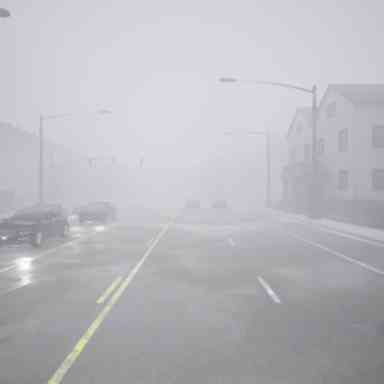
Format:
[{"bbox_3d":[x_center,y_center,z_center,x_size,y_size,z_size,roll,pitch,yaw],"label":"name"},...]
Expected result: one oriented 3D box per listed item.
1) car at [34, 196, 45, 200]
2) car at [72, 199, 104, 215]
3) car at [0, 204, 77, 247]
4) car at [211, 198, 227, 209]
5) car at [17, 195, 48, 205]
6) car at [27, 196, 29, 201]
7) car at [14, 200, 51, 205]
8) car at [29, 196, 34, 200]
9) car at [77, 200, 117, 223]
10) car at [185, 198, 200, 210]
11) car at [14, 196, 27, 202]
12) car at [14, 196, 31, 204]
[{"bbox_3d":[-28.970,1.270,60.458,1.853,1.218,4.536,0,0,29],"label":"car"},{"bbox_3d":[-10.530,1.511,34.001,1.812,1.442,4.674,0,0,1],"label":"car"},{"bbox_3d":[-7.093,1.499,14.997,1.837,1.490,4.892,0,0,0],"label":"car"},{"bbox_3d":[3.603,1.525,44.311,1.812,1.442,4.674,0,-1,-1],"label":"car"},{"bbox_3d":[-28.946,1.427,60.503,2.038,1.542,4.974,0,0,29],"label":"car"},{"bbox_3d":[-28.149,1.432,50.528,2.038,1.542,4.974,0,0,44],"label":"car"},{"bbox_3d":[-10.587,1.537,23.919,2.033,1.411,5.357,0,0,0],"label":"car"},{"bbox_3d":[-28.158,1.429,55.136,2.038,1.542,4.974,0,0,-36],"label":"car"},{"bbox_3d":[-7.078,1.467,25.385,1.882,1.535,5.008,0,0,0],"label":"car"},{"bbox_3d":[0.104,1.475,42.329,2.128,1.511,4.902,0,0,0],"label":"car"},{"bbox_3d":[-28.184,1.274,50.490,1.853,1.218,4.536,0,0,44],"label":"car"},{"bbox_3d":[-28.189,1.272,55.178,1.853,1.218,4.536,0,0,-36],"label":"car"}]
